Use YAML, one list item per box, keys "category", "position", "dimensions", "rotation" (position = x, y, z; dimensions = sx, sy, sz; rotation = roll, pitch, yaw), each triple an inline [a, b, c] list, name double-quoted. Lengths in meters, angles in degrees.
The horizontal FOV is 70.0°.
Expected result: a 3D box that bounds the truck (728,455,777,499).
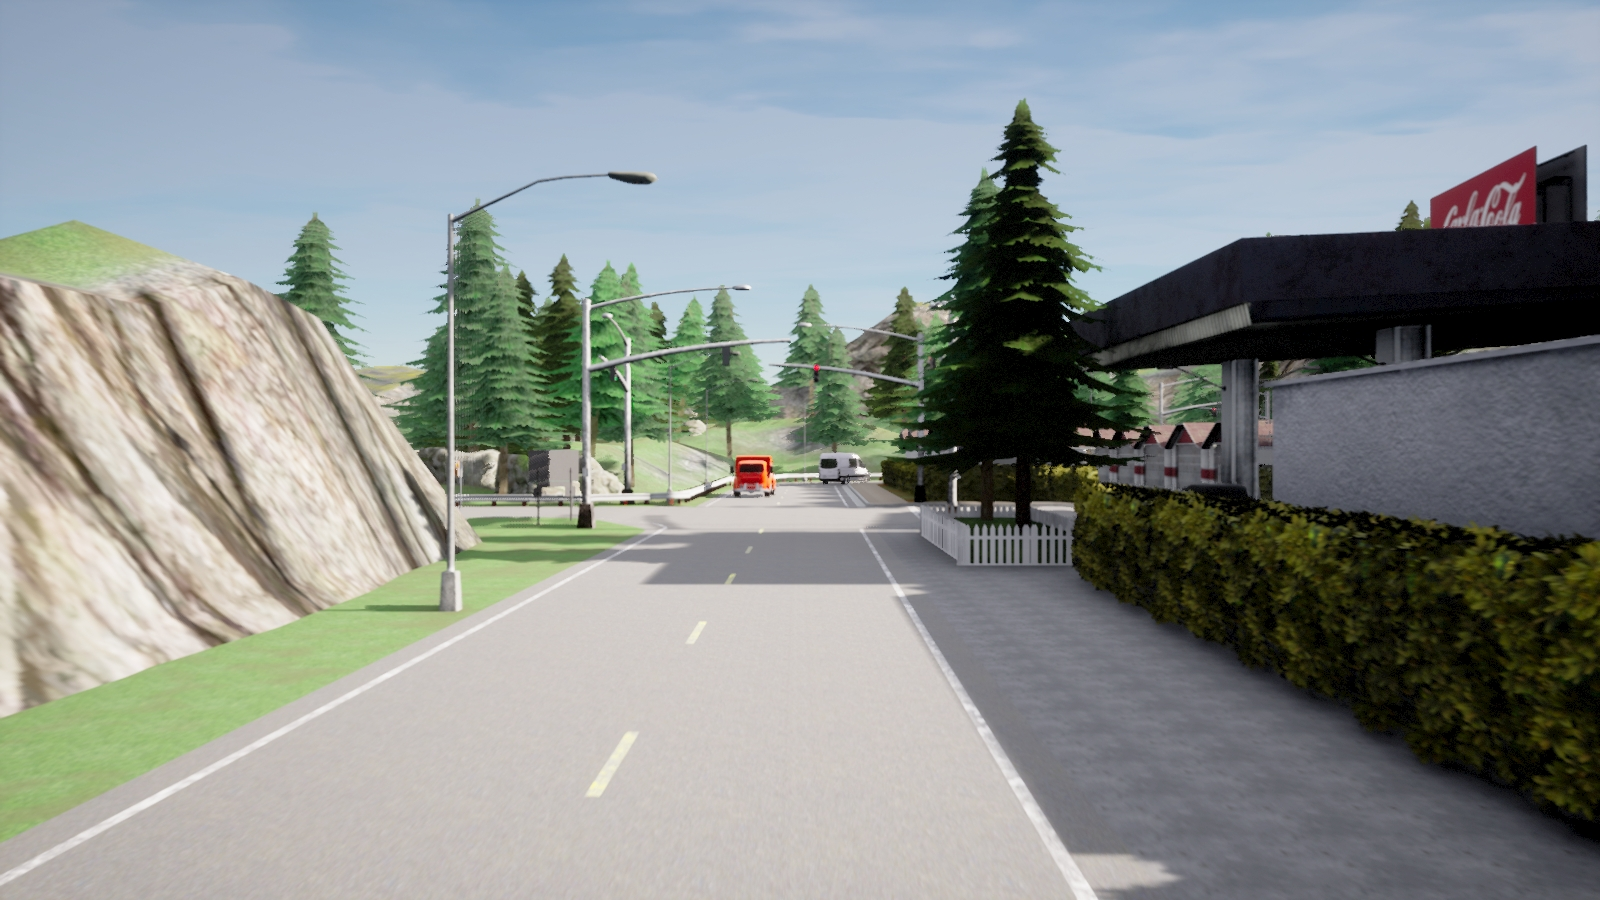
- category: "truck"
  position: [-2.783, 1.561, 68.466]
  dimensions: [2.627, 2.467, 5.204]
  rotation: [0, 0, 1]
